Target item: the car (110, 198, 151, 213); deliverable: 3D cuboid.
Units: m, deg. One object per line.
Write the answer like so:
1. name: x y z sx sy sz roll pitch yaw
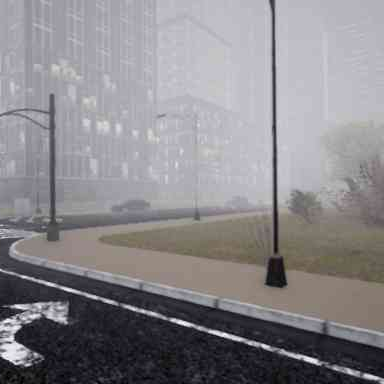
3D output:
1. car: -6.748 1.472 36.843 1.882 1.535 5.008 -1 0 37

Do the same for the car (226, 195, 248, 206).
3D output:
1. car: 7.485 1.372 55.567 2.097 1.767 4.553 -1 0 37
